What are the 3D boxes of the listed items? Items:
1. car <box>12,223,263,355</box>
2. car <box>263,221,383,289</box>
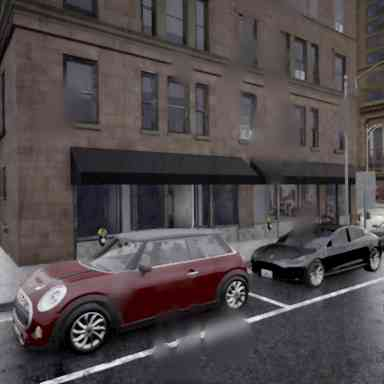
[{"bbox_3d":[-0.932,1.440,5.994,4.097,1.590,1.967,0,-1,-35],"label":"car"},{"bbox_3d":[3.551,1.567,9.189,4.313,1.339,1.947,0,-1,-35],"label":"car"}]
